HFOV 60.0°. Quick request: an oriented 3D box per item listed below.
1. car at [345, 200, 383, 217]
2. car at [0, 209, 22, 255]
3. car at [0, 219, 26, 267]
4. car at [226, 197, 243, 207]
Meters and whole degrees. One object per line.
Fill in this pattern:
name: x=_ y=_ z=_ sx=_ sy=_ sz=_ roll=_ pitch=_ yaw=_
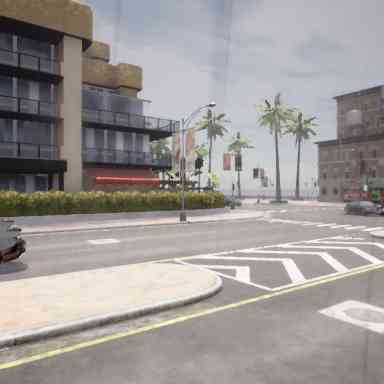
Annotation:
car: x=16.184 y=1.525 z=31.407 sx=1.812 sy=1.442 sz=4.674 roll=1 pitch=0 yaw=-2
car: x=-8.913 y=1.492 z=11.763 sx=4.902 sy=1.511 sz=2.128 roll=0 pitch=0 yaw=-35
car: x=-7.101 y=1.492 z=8.759 sx=4.902 sy=1.511 sz=2.128 roll=0 pitch=0 yaw=-36
car: x=5.757 y=1.502 z=51.580 sx=1.837 sy=1.490 sz=4.892 roll=0 pitch=1 yaw=-35
